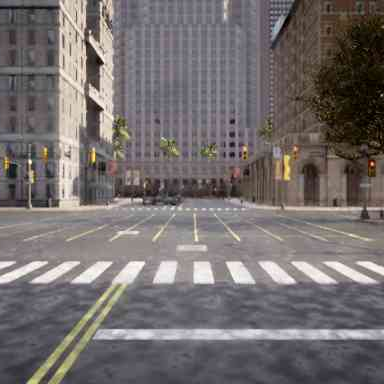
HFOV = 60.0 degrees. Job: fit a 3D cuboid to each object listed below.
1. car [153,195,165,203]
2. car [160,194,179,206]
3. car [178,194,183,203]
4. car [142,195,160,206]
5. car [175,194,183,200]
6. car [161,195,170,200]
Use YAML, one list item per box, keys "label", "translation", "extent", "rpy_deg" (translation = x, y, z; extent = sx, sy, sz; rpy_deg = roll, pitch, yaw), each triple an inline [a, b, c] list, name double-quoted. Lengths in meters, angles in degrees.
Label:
- label: "car"
  translation: [-6.969, 1.488, 70.556]
  extent: [1.837, 1.490, 4.892]
  rpy_deg: [0, 0, 1]
- label: "car"
  translation: [-3.642, 1.537, 55.183]
  extent: [2.033, 1.411, 5.357]
  rpy_deg: [0, 0, 0]
- label: "car"
  translation: [-3.465, 1.513, 70.978]
  extent: [2.128, 1.511, 4.902]
  rpy_deg: [0, 0, 1]
- label: "car"
  translation: [-7.134, 1.481, 55.244]
  extent: [2.128, 1.511, 4.902]
  rpy_deg: [0, 0, 0]
- label: "car"
  translation: [-3.312, 1.282, 87.162]
  extent: [1.837, 1.490, 4.892]
  rpy_deg: [0, 0, 1]
- label: "car"
  translation: [-6.817, 1.375, 86.613]
  extent: [1.994, 1.385, 4.181]
  rpy_deg: [0, 0, 1]
